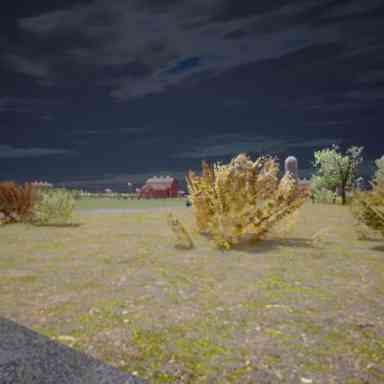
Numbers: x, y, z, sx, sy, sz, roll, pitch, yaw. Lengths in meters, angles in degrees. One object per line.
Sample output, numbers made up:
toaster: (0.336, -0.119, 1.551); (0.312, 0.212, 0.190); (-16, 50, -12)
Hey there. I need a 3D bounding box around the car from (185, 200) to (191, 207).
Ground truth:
car: (0.701, 2.056, 62.468); (1.837, 1.490, 4.892); (-1, -1, 36)
